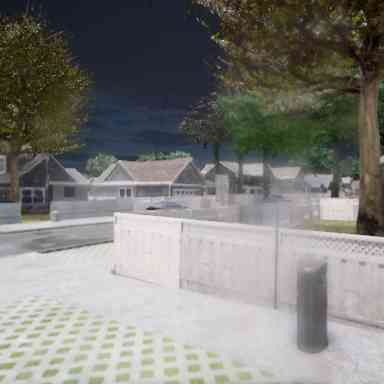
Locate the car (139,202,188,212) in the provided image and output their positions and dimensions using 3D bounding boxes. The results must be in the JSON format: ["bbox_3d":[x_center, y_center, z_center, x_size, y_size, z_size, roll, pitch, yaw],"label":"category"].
[{"bbox_3d":[-2.026,1.438,24.135,1.994,1.385,4.181,0,0,36],"label":"car"}]

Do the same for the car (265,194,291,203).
[{"bbox_3d":[10.978,1.120,42.284,2.097,1.767,4.553,0,0,36],"label":"car"}]
